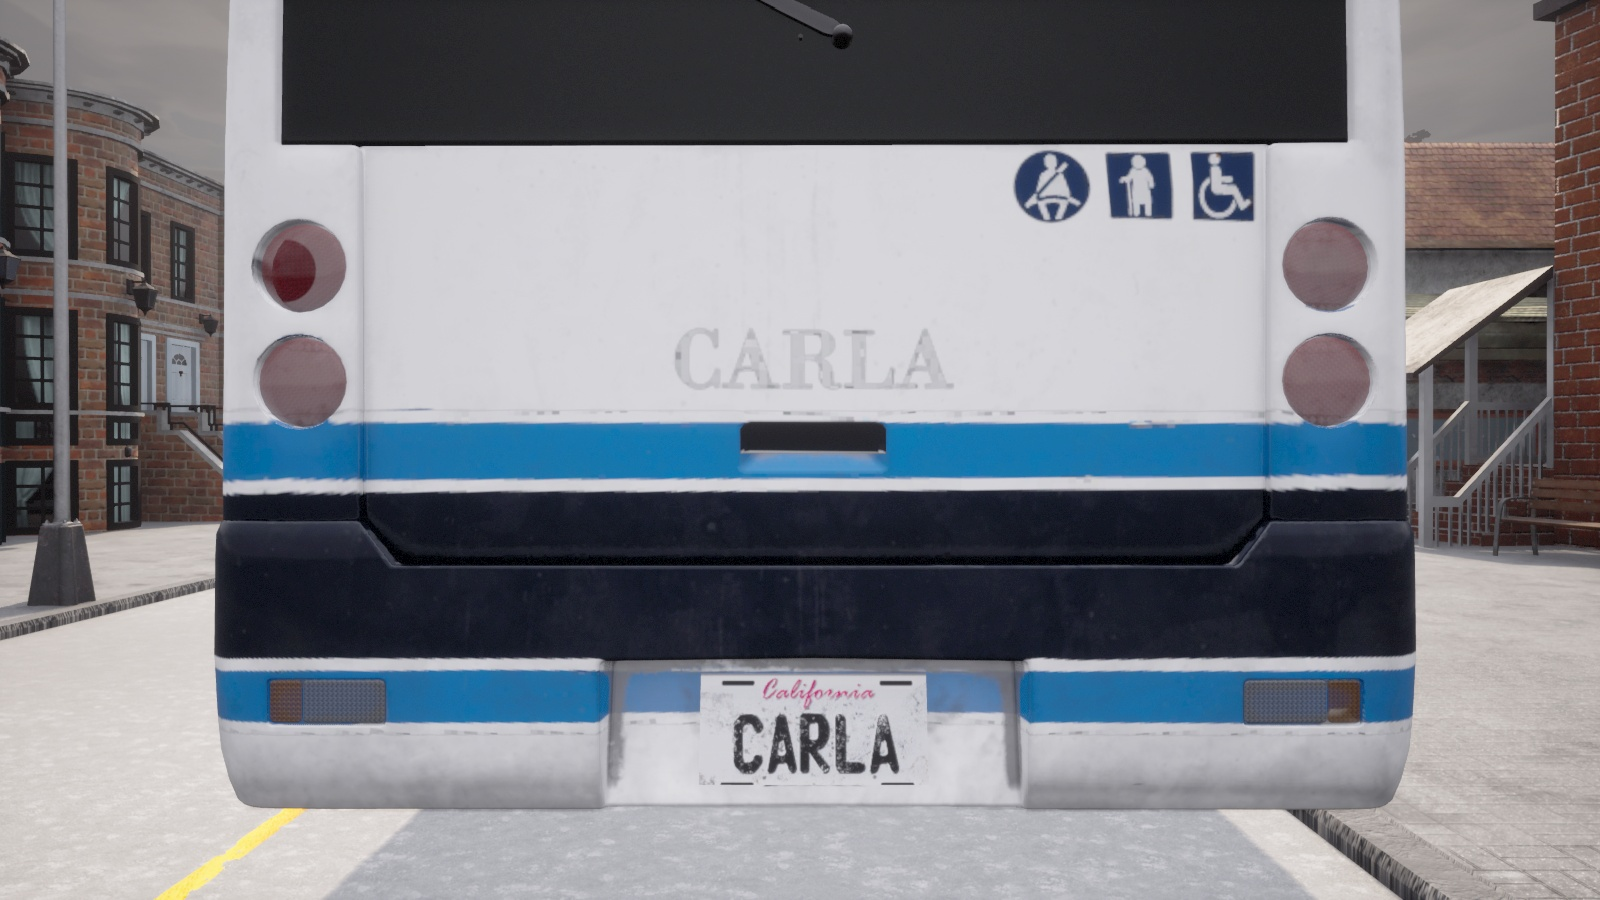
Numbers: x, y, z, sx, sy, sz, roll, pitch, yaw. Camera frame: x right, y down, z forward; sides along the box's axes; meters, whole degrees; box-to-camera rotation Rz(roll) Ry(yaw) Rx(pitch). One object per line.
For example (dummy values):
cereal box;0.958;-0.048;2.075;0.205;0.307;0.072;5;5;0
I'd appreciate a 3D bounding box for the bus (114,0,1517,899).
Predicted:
bus;0.066;-0.679;8.669;3.944;4.253;10.273;0;0;0
